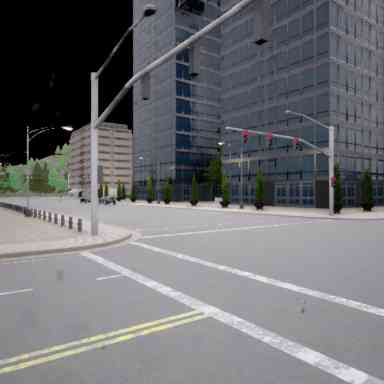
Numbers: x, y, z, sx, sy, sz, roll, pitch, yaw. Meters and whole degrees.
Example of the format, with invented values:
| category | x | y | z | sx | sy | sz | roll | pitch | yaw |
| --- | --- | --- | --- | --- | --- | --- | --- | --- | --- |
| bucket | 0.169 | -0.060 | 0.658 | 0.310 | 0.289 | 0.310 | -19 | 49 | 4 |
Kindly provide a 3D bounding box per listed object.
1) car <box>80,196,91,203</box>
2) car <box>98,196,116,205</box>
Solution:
| category | x | y | z | sx | sy | sz | roll | pitch | yaw |
| --- | --- | --- | --- | --- | --- | --- | --- | --- | --- |
| car | -20.627 | 1.494 | 65.702 | 2.033 | 1.411 | 5.357 | 0 | 0 | -33 |
| car | -14.662 | 1.452 | 57.187 | 1.837 | 1.490 | 4.892 | 0 | 0 | -35 |
